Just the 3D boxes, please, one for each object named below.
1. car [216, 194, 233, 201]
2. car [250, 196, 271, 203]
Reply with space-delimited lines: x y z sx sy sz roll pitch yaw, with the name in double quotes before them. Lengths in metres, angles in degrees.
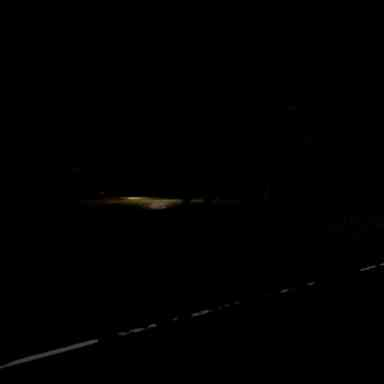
"car" 7.666 1.283 78.761 2.097 1.767 4.553 1 0 -34
"car" 14.130 1.577 69.085 1.837 1.490 4.892 1 -1 -34
